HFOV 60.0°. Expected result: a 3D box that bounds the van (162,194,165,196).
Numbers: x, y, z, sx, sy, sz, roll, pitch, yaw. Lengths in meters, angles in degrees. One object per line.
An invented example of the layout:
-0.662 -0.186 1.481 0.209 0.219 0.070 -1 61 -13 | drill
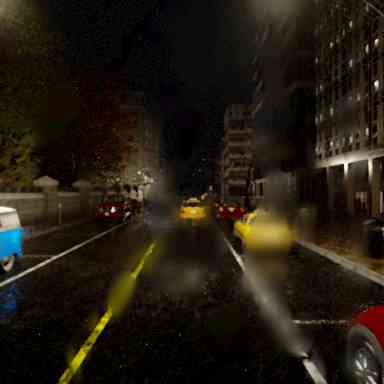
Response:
-5.684 0.910 52.734 1.690 1.788 3.998 1 1 0 | van

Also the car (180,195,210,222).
0.099 1.269 24.509 1.801 1.575 5.366 0 1 0 | car

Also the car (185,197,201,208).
0.096 1.268 41.605 1.895 1.301 4.718 0 1 0 | car

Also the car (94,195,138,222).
-5.681 1.125 24.666 2.192 1.841 5.009 1 0 0 | car

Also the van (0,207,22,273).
-5.680 1.281 7.824 1.690 1.788 3.998 1 0 0 | van

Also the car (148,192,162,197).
-5.685 1.145 46.953 1.752 1.417 4.829 1 1 0 | car

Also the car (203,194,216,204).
2.694 1.114 52.714 1.887 1.381 4.507 1 1 0 | car

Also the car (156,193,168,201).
-5.687 0.995 63.793 1.752 1.417 4.829 1 1 0 | car

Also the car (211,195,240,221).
2.697 1.250 24.627 1.967 1.590 4.097 1 0 0 | car

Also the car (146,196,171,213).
-3.102 1.342 33.009 1.895 1.301 4.718 0 0 0 | car

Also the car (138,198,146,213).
-5.685 1.308 30.282 1.887 1.381 4.507 1 0 0 | car

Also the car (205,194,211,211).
2.695 1.261 35.862 1.887 1.381 4.507 1 0 0 | car

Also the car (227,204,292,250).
2.697 1.422 13.563 1.752 1.417 4.829 1 0 0 | car

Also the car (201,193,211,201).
2.693 0.993 64.117 1.752 1.417 4.829 1 1 0 | car

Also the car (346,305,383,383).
2.699 1.423 2.157 1.967 1.590 4.097 1 0 0 | car
